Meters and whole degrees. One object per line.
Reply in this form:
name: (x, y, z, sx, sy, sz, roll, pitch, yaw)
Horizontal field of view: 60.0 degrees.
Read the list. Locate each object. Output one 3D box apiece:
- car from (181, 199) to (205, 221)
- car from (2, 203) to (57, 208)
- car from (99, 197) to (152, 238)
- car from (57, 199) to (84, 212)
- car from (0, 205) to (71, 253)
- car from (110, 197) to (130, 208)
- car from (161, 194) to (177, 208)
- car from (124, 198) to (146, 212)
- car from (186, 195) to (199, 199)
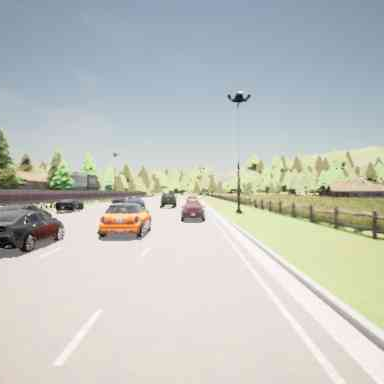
car: (0.087, 1.537, 27.431, 1.812, 1.442, 4.674, 0, 0, 0)
car: (-10.411, 1.513, 20.547, 1.837, 1.490, 4.892, 0, 0, 0)
car: (-3.411, 1.359, 17.745, 2.097, 1.767, 4.553, 0, 0, 0)
car: (-13.917, 1.492, 38.248, 1.882, 1.535, 5.008, 0, 0, 0)
car: (-6.908, 1.510, 13.678, 1.837, 1.490, 4.892, 0, 0, 0)
car: (-10.422, 1.524, 48.207, 1.837, 1.490, 4.892, 0, 0, 0)
car: (-3.422, 1.241, 49.789, 2.150, 2.045, 5.566, 0, 0, 0)
car: (-6.920, 1.494, 40.925, 1.882, 1.535, 5.008, 0, 0, 0)
car: (0.073, 1.373, 52.272, 2.097, 1.767, 4.553, 0, 0, 0)
